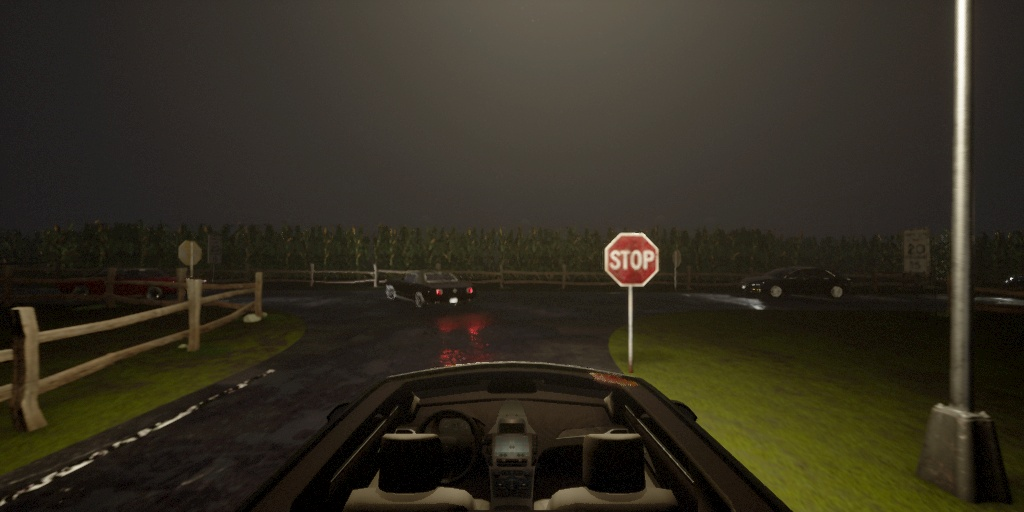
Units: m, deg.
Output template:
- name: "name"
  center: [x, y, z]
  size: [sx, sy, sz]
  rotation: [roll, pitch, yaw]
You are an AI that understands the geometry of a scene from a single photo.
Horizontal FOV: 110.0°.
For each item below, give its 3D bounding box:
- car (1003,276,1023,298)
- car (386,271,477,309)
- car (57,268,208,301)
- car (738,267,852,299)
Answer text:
- name: "car"
  center: [27.533, 1.261, 17.696]
  size: [4.553, 1.767, 2.097]
  rotation: [1, -1, 0]
- name: "car"
  center: [-3.419, 1.247, 14.324]
  size: [1.895, 1.301, 4.718]
  rotation: [1, 0, -38]
- name: "car"
  center: [-15.586, 1.144, 14.983]
  size: [4.718, 1.301, 1.895]
  rotation: [0, -1, 0]
- name: "car"
  center: [13.884, 1.299, 17.759]
  size: [4.892, 1.490, 1.837]
  rotation: [0, -1, 0]
